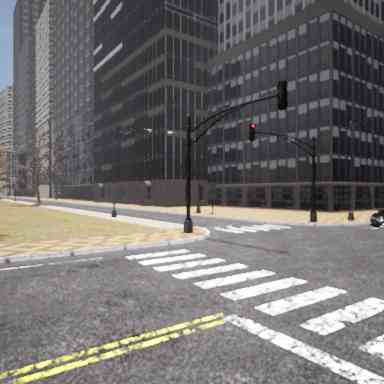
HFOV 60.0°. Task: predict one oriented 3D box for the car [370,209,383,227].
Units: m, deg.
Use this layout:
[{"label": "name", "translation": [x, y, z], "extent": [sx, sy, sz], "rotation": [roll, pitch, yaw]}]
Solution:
[{"label": "car", "translation": [13.458, 1.532, 21.385], "extent": [4.892, 1.490, 1.837], "rotation": [0, 0, -32]}]
